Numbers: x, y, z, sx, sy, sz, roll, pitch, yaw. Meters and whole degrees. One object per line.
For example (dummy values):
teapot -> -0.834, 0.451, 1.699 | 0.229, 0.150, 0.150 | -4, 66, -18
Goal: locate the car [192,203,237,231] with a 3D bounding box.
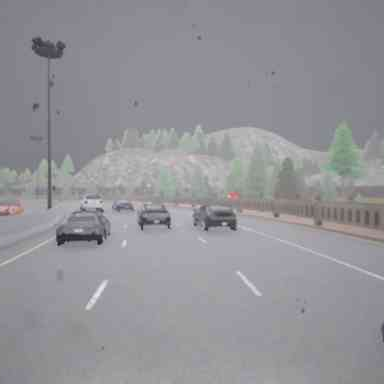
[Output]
car -> 1.268, 1.458, 20.236 | 1.837, 1.490, 4.892 | 0, 0, -11

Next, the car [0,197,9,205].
car -> -36.344, 1.702, 62.851 | 1.882, 1.535, 5.008 | -1, 0, -42

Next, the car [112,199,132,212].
car -> -8.059, 1.519, 38.582 | 1.812, 1.442, 4.674 | 0, 0, -23

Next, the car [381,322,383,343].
car -> 3.392, 1.506, 2.324 | 1.812, 1.442, 4.674 | 0, 0, -2

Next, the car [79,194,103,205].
car -> -11.552, 1.240, 38.008 | 2.150, 2.045, 5.566 | 0, 0, -23

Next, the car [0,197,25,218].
car -> -15.373, 1.398, 27.712 | 2.097, 1.767, 4.553 | 0, 0, -19

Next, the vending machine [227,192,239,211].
vending machine -> 4.632, 1.104, 37.655 | 1.100, 2.100, 0.880 | 0, 0, -20

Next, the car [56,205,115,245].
car -> -4.969, 1.556, 15.666 | 1.994, 1.385, 4.181 | 0, 0, -9

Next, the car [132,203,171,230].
car -> -2.498, 1.464, 21.208 | 2.128, 1.511, 4.902 | 0, 0, -12
